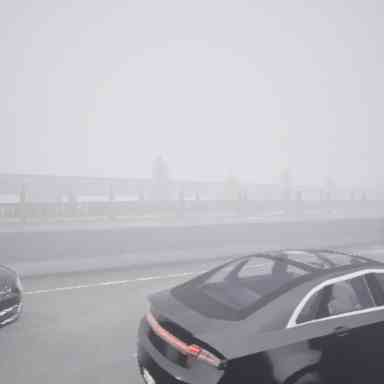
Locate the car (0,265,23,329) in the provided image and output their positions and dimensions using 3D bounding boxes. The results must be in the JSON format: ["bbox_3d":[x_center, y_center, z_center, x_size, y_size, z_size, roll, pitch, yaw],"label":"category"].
[{"bbox_3d":[-5.060,1.500,4.529,4.902,1.511,2.128,-1,0,-28],"label":"car"}]

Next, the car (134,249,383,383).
[{"bbox_3d":[1.756,1.507,4.161,4.902,1.511,2.128,1,0,-28],"label":"car"}]
